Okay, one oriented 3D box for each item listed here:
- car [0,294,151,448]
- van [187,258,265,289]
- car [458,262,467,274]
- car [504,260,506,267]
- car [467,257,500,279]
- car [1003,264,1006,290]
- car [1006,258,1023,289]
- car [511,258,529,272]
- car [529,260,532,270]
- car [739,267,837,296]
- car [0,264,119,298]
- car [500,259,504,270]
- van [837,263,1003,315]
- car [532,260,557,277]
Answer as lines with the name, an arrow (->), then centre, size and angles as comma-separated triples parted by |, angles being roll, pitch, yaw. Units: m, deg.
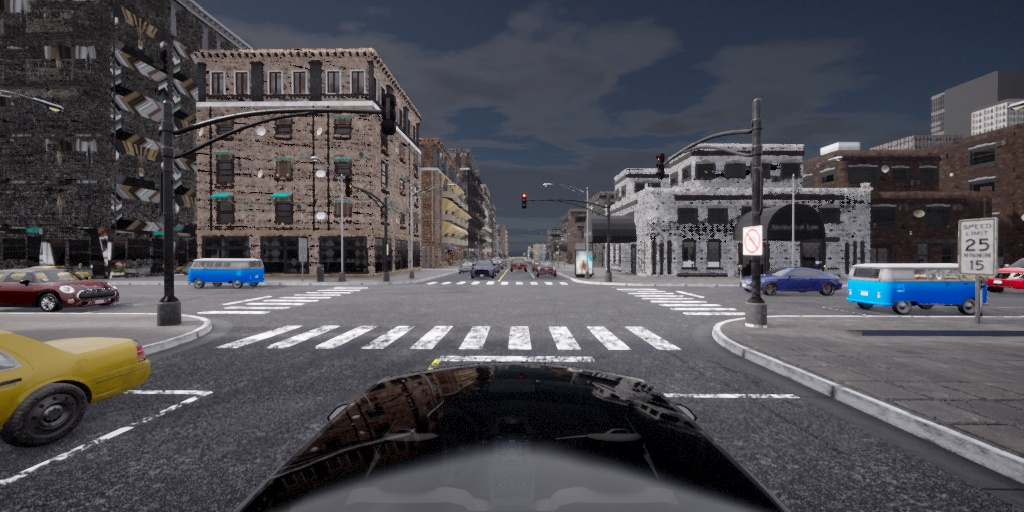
car -> -5.680, 1.275, 2.628 | 1.751, 1.417, 4.829 | 0, 0, 1
van -> -17.427, 1.032, 21.907 | 3.998, 1.789, 1.690 | 0, 0, 1
car -> -5.026, 1.314, 40.944 | 2.007, 1.370, 4.403 | 0, 0, 1
car -> -2.221, 1.302, 53.020 | 1.812, 1.442, 4.674 | 0, 0, 1
car -> -2.566, 1.109, 33.153 | 2.097, 1.767, 4.553 | 0, 0, 1
car -> 25.822, 1.311, 21.491 | 4.829, 1.417, 1.751 | 0, 0, 1
car -> 28.372, 1.034, 18.868 | 5.566, 2.045, 2.150 | 0, 0, 1
car -> 0.885, 1.122, 47.933 | 2.097, 1.767, 4.553 | 0, 0, 1
car -> 3.450, 1.351, 46.510 | 1.802, 1.307, 4.207 | 0, 0, 1
car -> 14.690, 1.300, 19.000 | 4.674, 1.442, 1.812 | 0, 0, 2
car -> -17.527, 1.191, 13.527 | 4.097, 1.591, 1.967 | 0, 0, 1
car -> -2.397, 1.257, 43.060 | 2.128, 1.511, 4.902 | 0, 0, 1
van -> 14.850, 1.157, 13.216 | 3.998, 1.789, 1.690 | 0, 0, 1
car -> 3.256, 1.198, 35.117 | 1.967, 1.591, 4.097 | 0, 0, 1
